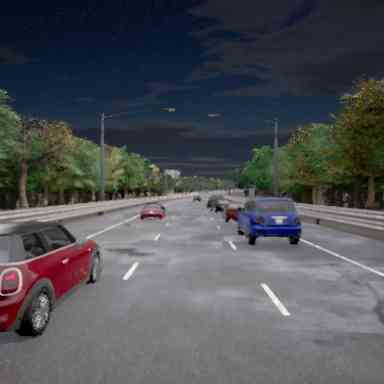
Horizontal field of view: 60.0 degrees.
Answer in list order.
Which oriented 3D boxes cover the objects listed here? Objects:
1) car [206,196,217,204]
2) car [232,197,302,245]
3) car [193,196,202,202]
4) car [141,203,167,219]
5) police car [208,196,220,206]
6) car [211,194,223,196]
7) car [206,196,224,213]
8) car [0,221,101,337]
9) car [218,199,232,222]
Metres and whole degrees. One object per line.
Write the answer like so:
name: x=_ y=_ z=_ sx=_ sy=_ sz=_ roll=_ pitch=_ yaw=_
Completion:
car: x=4.154 y=1.711 z=70.708 sx=2.128 sy=1.511 sz=4.902 roll=0 pitch=0 yaw=2
car: x=3.495 y=1.269 z=16.014 sx=2.150 sy=2.045 sz=5.566 roll=0 pitch=0 yaw=0
car: x=1.296 y=1.760 z=86.922 sx=1.837 sy=1.490 sz=4.892 roll=0 pitch=0 yaw=3
car: x=-3.404 y=1.654 z=29.914 sx=1.994 sy=1.385 sz=4.181 roll=0 pitch=0 yaw=0
police car: x=3.844 y=1.610 z=59.897 sx=1.930 sy=1.638 sz=5.238 roll=0 pitch=0 yaw=1
car: x=3.629 y=1.371 z=48.894 sx=2.150 sy=2.045 sz=5.566 roll=0 pitch=0 yaw=1
car: x=3.253 y=1.595 z=38.562 sx=1.882 sy=1.535 sz=5.008 roll=1 pitch=0 yaw=-9
car: x=-3.402 y=1.372 z=6.861 sx=2.097 sy=1.767 sz=4.553 roll=0 pitch=0 yaw=0
car: x=3.492 y=1.559 z=26.988 sx=1.882 sy=1.535 sz=5.008 roll=0 pitch=0 yaw=0
